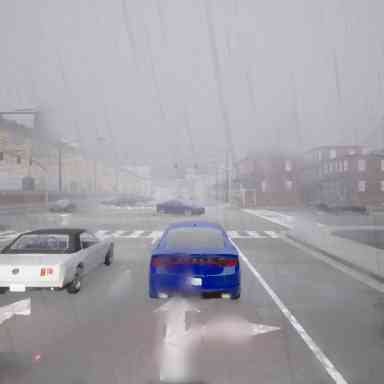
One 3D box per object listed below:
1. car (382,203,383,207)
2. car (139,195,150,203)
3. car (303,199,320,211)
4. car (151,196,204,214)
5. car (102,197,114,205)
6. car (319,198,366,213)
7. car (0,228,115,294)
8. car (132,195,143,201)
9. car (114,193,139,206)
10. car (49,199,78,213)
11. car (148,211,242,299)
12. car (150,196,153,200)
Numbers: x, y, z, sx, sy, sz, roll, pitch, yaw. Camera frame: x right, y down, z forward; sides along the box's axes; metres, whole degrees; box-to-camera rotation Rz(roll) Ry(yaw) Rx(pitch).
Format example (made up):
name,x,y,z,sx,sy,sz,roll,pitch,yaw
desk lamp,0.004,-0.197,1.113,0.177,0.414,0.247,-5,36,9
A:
name,x,y,z,sx,sy,sz,roll,pitch,yaw
car,25.746,1.221,39.474,5.566,2.045,2.150,0,0,0
car,-10.424,1.526,68.826,1.812,1.442,4.674,0,0,0
car,15.755,1.491,39.486,4.902,1.511,2.128,0,0,0
car,-1.153,1.477,31.717,5.008,1.535,1.882,0,1,34
car,-14.019,1.525,57.046,1.812,1.442,4.674,0,0,0
car,16.500,1.564,35.983,4.181,1.385,1.994,0,0,0
car,-3.420,1.601,8.775,1.895,1.301,4.718,0,0,0
car,-13.906,1.472,85.283,1.837,1.490,4.892,0,0,0
car,-10.524,1.221,53.741,2.150,2.045,5.566,0,0,0
car,-14.060,1.525,36.744,1.812,1.442,4.674,0,0,0
car,0.075,1.478,8.508,1.882,1.535,5.008,0,0,1
car,-10.411,1.548,81.161,1.994,1.385,4.181,0,0,0
